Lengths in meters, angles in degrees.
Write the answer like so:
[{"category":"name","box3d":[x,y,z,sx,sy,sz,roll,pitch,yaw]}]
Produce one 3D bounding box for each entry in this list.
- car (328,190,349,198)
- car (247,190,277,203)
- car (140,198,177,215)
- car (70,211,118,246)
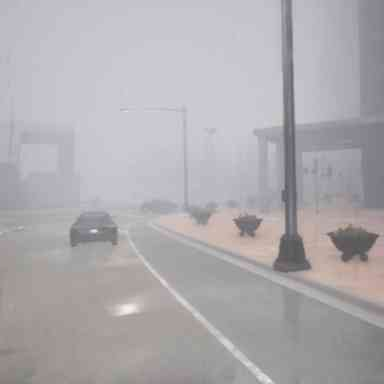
[{"category":"car","box3d":[28.281,0.469,65.009,4.892,1.490,1.837,-1,0,-21]},{"category":"car","box3d":[11.102,0.903,53.892,5.008,1.535,1.882,-2,0,-36]},{"category":"car","box3d":[-3.189,1.362,32.596,2.128,1.511,4.902,-1,0,26]},{"category":"car","box3d":[-4.497,1.567,15.506,1.994,1.385,4.181,-1,0,-14]}]
